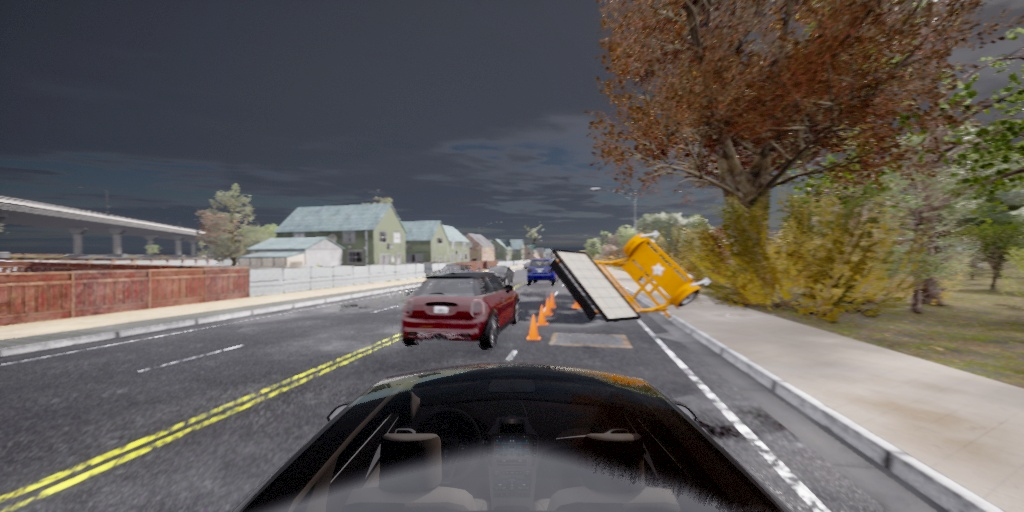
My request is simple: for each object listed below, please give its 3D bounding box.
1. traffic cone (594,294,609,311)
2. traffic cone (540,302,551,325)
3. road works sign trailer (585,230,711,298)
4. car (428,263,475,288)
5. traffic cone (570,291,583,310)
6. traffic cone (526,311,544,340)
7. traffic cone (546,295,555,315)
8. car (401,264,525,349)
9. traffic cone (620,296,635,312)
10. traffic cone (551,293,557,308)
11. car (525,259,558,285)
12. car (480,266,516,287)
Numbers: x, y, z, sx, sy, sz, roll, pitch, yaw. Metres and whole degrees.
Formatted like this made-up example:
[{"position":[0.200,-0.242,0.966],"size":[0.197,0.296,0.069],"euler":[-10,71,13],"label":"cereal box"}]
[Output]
[{"position":[3.636,1.824,14.573],"size":[0.340,0.580,0.340],"euler":[0,0,11],"label":"traffic cone"},{"position":[0.924,1.805,11.017],"size":[0.340,0.580,0.340],"euler":[0,0,11],"label":"traffic cone"},{"position":[4.175,-0.767,10.901],"size":[2.880,3.560,2.380],"euler":[0,0,-35],"label":"road works sign trailer"},{"position":[-4.536,1.431,27.668],"size":[2.097,1.767,4.553],"euler":[-1,-1,11],"label":"car"},{"position":[2.654,1.834,14.759],"size":[0.340,0.580,0.340],"euler":[0,0,11],"label":"traffic cone"},{"position":[0.550,1.785,9.052],"size":[0.340,0.580,0.340],"euler":[0,0,11],"label":"traffic cone"},{"position":[1.298,1.824,12.982],"size":[0.340,0.580,0.340],"euler":[0,0,11],"label":"traffic cone"},{"position":[-1.123,1.202,9.779],"size":[2.097,1.767,4.553],"euler":[-1,-1,11],"label":"car"},{"position":[4.618,1.814,14.385],"size":[0.340,0.580,0.340],"euler":[0,0,11],"label":"traffic cone"},{"position":[1.672,1.844,14.946],"size":[0.340,0.580,0.340],"euler":[0,0,11],"label":"traffic cone"},{"position":[2.567,1.259,29.151],"size":[2.150,2.045,5.566],"euler":[-1,-1,11],"label":"car"},{"position":[-0.998,1.568,28.859],"size":[1.837,1.490,4.892],"euler":[-1,-1,11],"label":"car"}]
